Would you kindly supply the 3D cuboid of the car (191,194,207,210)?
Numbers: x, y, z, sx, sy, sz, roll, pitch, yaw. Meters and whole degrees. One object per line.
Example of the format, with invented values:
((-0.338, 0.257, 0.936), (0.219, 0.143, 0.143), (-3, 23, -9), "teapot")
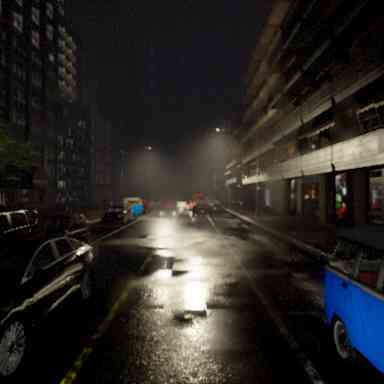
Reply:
((0.977, 1.395, 48.318), (2.150, 2.045, 5.566), (0, 0, 0), "car")

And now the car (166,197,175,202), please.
((-5.557, 1.905, 86.149), (1.947, 1.339, 4.313), (0, 0, 0), "car")

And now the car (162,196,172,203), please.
((-5.575, 1.728, 75.104), (1.967, 1.590, 4.097), (0, 0, 0), "car")

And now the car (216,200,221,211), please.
((2.754, 1.696, 41.953), (2.008, 1.369, 4.403), (0, 0, 0), "car")

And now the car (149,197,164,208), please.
((-5.610, 1.630, 53.014), (1.967, 1.590, 4.097), (0, 0, 0), "car")

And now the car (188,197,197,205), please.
((0.103, 1.747, 64.969), (1.837, 1.490, 4.892), (0, 0, 0), "car")

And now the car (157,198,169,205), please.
((-5.592, 1.789, 64.057), (2.008, 1.369, 4.403), (0, 0, 0), "car")

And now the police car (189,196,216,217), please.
((0.952, 1.535, 32.396), (1.930, 1.638, 5.238), (0, 0, 0), "police car")

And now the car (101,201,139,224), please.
((-5.653, 1.636, 25.399), (2.008, 1.369, 4.403), (0, 0, 0), "car")

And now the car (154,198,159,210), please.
((-5.627, 1.711, 41.967), (1.947, 1.339, 4.313), (0, 0, 0), "car")

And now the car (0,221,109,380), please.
((-3.092, 1.509, 5.557), (2.128, 1.511, 4.902), (0, 0, 0), "car")

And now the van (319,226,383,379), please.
((2.693, 1.352, 3.295), (1.690, 1.788, 3.998), (0, 0, 0), "van")

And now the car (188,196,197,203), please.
((0.125, 1.732, 77.876), (2.033, 1.411, 5.357), (0, 0, 0), "car")

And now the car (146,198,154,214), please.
((-5.635, 1.669, 36.444), (1.887, 1.381, 4.507), (0, 0, 0), "car")

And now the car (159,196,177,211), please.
((-3.020, 1.628, 43.400), (1.882, 1.535, 5.008), (0, 0, 0), "car")

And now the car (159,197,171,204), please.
((-5.583, 1.814, 69.581), (2.008, 1.369, 4.403), (0, 0, 0), "car")

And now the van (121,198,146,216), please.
((-5.644, 1.445, 30.921), (1.690, 1.788, 3.998), (0, 0, 0), "van")

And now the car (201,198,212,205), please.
((2.789, 1.783, 64.044), (1.887, 1.381, 4.507), (0, 0, 0), "car")

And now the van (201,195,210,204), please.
((2.797, 1.604, 69.567), (1.690, 1.788, 3.998), (0, 0, 0), "van")

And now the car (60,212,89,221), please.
((-5.670, 1.598, 14.353), (2.008, 1.369, 4.403), (0, 0, 0), "car")

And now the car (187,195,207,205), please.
((0.723, 1.493, 42.252), (2.097, 1.767, 4.553), (0, 0, 0), "car")

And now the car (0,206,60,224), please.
((-5.679, 1.343, 8.830), (2.192, 1.841, 5.009), (0, 0, 0), "car")
